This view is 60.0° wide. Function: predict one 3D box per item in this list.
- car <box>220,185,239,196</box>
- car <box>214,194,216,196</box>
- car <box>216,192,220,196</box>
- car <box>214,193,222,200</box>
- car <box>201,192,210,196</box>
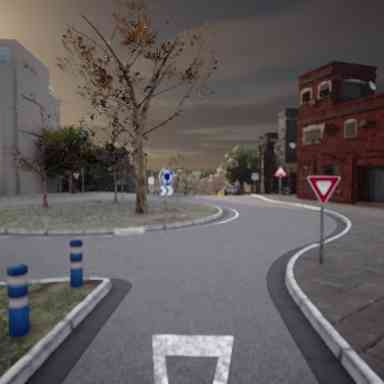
[{"bbox_3d":[5.428,-0.183,46.327,2.128,1.511,4.902,0,-1,2],"label":"car"},{"bbox_3d":[6.169,0.767,71.684,1.882,1.535,5.008,0,-2,2],"label":"car"},{"bbox_3d":[5.855,0.398,60.951,1.882,1.535,5.008,0,-2,2],"label":"car"},{"bbox_3d":[6.523,1.161,83.829,1.812,1.442,4.674,0,-2,2],"label":"car"},{"bbox_3d":[2.825,0.704,68.418,1.837,1.490,4.892,0,-2,2],"label":"car"}]
